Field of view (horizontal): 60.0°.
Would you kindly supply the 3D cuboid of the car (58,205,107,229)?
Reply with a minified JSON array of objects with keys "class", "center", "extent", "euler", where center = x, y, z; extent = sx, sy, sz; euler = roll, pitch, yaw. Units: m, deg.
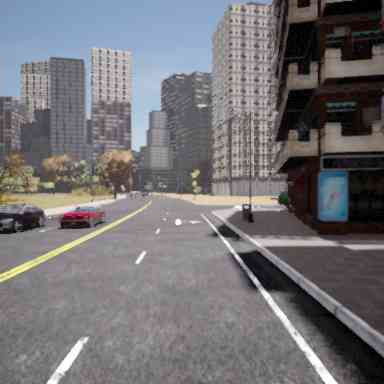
[{"class":"car","center":[-6.937,1.531,21.473],"extent":[1.895,1.301,4.718],"euler":[0,0,-2]}]

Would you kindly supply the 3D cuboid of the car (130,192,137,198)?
[{"class":"car","center":[-16.210,0.806,92.218],"extent":[2.128,1.511,4.902],"euler":[0,0,-8]}]

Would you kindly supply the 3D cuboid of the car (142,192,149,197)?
[{"class":"car","center":[-12.991,0.825,92.671],"extent":[1.994,1.385,4.181],"euler":[0,0,-8]}]

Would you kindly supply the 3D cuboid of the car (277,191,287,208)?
[{"class":"car","center":[13.100,0.876,39.977],"extent":[5.566,2.045,2.150],"euler":[-1,0,12]}]

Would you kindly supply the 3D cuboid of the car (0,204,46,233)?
[{"class":"car","center":[-10.126,1.438,19.105],"extent":[2.128,1.511,4.902],"euler":[0,0,-1]}]
